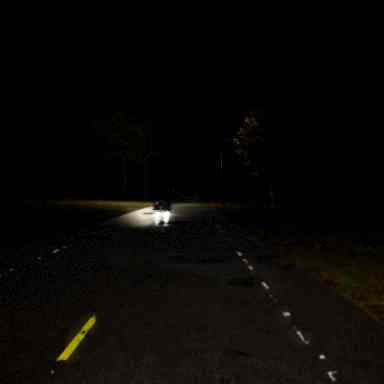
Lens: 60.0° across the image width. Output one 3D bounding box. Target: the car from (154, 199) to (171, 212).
[{"bbox_3d":[-3.586,1.600,41.058,2.128,1.511,4.902,0,0,0],"label":"car"}]
